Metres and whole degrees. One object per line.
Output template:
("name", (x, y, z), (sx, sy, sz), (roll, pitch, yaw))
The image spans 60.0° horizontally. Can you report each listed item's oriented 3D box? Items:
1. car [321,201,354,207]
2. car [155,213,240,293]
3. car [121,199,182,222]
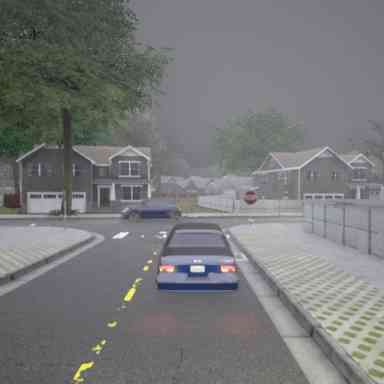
("car", (12.095, 1.548, 28.732), (4.892, 1.490, 1.837), (0, 0, -12))
("car", (0.122, 1.545, 8.982), (2.033, 1.411, 5.357), (0, 0, 0))
("car", (-3.103, 1.311, 25.551), (4.553, 1.767, 2.097), (0, 0, -12))
